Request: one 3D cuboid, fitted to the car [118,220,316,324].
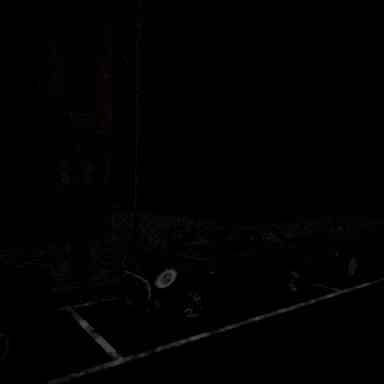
[{"bbox_3d":[0.503,1.455,7.121,4.097,1.590,1.967,0,1,-36],"label":"car"}]

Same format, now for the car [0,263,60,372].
[{"bbox_3d":[-3.936,1.548,3.942,4.403,1.369,2.008,0,1,-36],"label":"car"}]

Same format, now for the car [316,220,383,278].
[{"bbox_3d":[4.940,1.580,10.301,4.507,1.381,1.887,0,0,-36],"label":"car"}]
